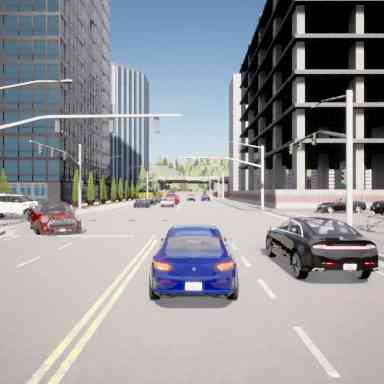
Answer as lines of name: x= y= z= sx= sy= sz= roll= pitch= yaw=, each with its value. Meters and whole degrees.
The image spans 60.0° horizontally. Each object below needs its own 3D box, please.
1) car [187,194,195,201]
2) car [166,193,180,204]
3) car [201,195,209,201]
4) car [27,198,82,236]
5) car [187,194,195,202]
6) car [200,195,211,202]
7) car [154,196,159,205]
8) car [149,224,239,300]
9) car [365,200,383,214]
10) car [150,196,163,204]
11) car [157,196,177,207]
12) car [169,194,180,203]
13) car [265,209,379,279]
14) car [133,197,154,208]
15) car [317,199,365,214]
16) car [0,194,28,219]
car: x=-0.169 y=1.339 z=86.913 sx=2.097 sy=1.767 sz=4.553 roll=0 pitch=0 yaw=0
car: x=-3.692 y=1.221 z=60.085 sx=2.150 sy=2.045 sz=5.566 roll=0 pitch=0 yaw=0
car: x=3.331 y=1.483 z=86.949 sx=1.837 sy=1.490 sz=4.892 roll=0 pitch=0 yaw=0
car: x=-7.711 y=1.341 z=18.707 sx=2.097 sy=1.767 sz=4.553 roll=-1 pitch=1 yaw=-32
car: x=-0.152 y=1.593 z=78.210 sx=1.895 sy=1.301 sz=4.718 roll=0 pitch=0 yaw=0
car: x=3.349 y=1.522 z=77.874 sx=1.812 sy=1.442 sz=4.674 roll=0 pitch=0 yaw=0
car: x=-7.197 y=1.601 z=56.943 sx=1.895 sy=1.301 sz=4.718 roll=0 pitch=0 yaw=0
car: x=0.044 y=1.526 z=8.273 sx=1.812 sy=1.442 sz=4.674 roll=0 pitch=0 yaw=0
car: x=19.762 y=1.166 z=31.100 sx=5.566 sy=2.045 sz=2.150 roll=0 pitch=0 yaw=0
car: x=-7.150 y=1.547 z=67.572 sx=2.033 sy=1.411 sz=5.357 roll=0 pitch=0 yaw=0
car: x=-3.694 y=1.601 z=50.311 sx=1.895 sy=1.301 sz=4.718 roll=0 pitch=0 yaw=0
car: x=-3.636 y=1.355 z=70.075 sx=2.097 sy=1.767 sz=4.553 roll=0 pitch=0 yaw=0
car: x=3.560 y=1.492 z=9.996 sx=2.128 sy=1.511 sz=4.902 roll=0 pitch=0 yaw=-1
car: x=-7.189 y=1.564 z=48.183 sx=1.994 sy=1.385 sz=4.181 roll=0 pitch=0 yaw=0
car: x=15.516 y=1.436 z=34.589 sx=4.902 sy=1.511 sz=2.128 roll=0 pitch=0 yaw=0
car: x=-14.393 y=1.169 z=26.946 sx=5.566 sy=2.045 sz=2.150 roll=0 pitch=0 yaw=-1
